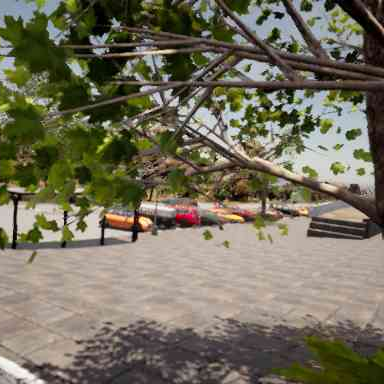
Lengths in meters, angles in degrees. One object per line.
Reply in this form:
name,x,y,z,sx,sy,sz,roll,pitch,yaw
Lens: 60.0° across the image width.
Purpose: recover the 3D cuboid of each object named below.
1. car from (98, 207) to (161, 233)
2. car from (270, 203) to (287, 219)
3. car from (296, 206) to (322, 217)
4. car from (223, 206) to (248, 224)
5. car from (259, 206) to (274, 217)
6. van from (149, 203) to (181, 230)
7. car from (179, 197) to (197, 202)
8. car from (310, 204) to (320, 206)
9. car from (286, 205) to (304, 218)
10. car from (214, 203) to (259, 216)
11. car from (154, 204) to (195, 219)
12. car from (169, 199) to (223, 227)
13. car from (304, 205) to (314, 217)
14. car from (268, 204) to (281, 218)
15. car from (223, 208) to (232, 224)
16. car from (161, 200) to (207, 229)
car,-5.448,2.277,27.985,4.553,1.767,2.185,7,2,16
car,12.153,3.152,52.324,4.553,1.767,2.185,7,2,16
car,24.363,4.011,69.388,4.792,1.488,2.163,7,2,16
car,3.604,2.859,40.080,5.366,1.575,1.946,7,2,16
car,8.679,3.103,47.435,4.892,1.521,2.231,7,3,16
van,-3.726,2.258,30.417,4.442,1.987,1.878,7,3,16
car,-0.971,1.749,57.692,2.097,1.767,4.553,7,2,36
car,22.646,3.625,66.937,5.566,2.045,2.435,7,2,16
car,15.719,3.222,57.183,5.566,2.045,2.435,7,2,16
car,5.231,2.681,42.552,5.566,2.045,2.435,7,2,16
car,-2.036,2.363,41.198,2.033,1.411,5.357,7,2,36
car,-0.038,2.423,35.243,5.566,2.045,2.435,7,2,16
car,19.335,3.687,62.022,5.366,1.575,1.946,7,2,16
car,10.465,3.068,49.862,4.553,1.767,2.185,7,2,16
car,1.662,2.795,37.699,4.674,1.452,2.002,7,2,16
car,-1.863,2.330,32.817,5.566,2.045,2.435,7,3,16
